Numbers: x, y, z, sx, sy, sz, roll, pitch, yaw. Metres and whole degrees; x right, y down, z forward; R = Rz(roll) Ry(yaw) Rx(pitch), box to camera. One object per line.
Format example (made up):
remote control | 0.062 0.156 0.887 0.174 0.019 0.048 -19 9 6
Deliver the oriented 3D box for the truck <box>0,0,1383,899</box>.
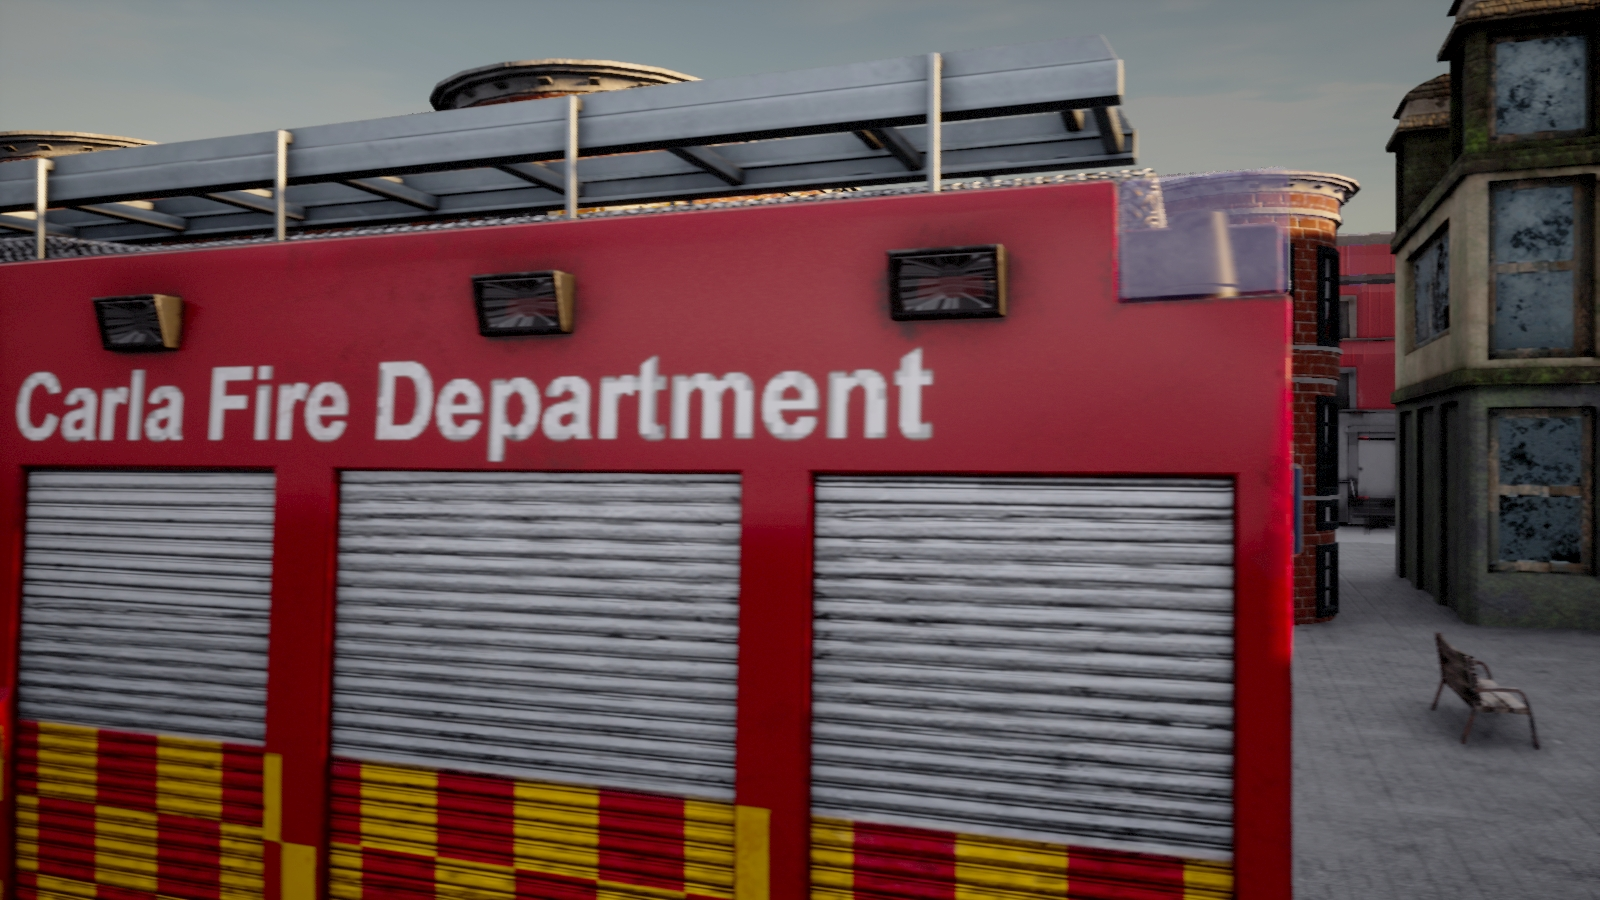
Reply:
truck | -2.484 0.671 4.785 8.468 3.827 2.891 0 0 20
